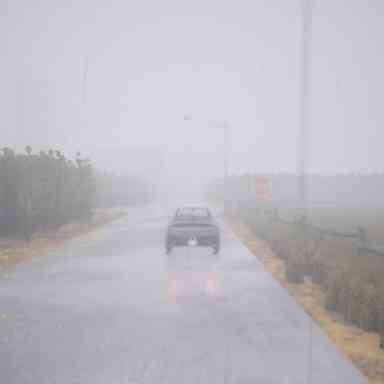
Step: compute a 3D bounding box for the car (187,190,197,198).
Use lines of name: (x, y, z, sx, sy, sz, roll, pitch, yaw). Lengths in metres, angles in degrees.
car: (0.005, 0.453, 70.849, 2.097, 1.767, 4.553, 0, 1, 0)

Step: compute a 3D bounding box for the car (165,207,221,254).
car: (0.040, 1.325, 12.687, 2.128, 1.511, 4.902, 0, 1, 1)
